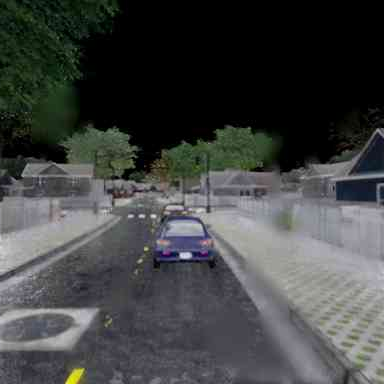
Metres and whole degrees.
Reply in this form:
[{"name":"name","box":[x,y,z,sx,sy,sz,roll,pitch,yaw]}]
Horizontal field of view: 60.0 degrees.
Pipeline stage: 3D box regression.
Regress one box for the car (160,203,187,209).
[{"name":"car","box":[-1.332,1.534,24.206,1.812,1.442,4.674,0,0,-8]}]

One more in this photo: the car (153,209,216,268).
[{"name":"car","box":[-0.296,1.528,11.195,1.812,1.442,4.674,0,0,-3]}]
